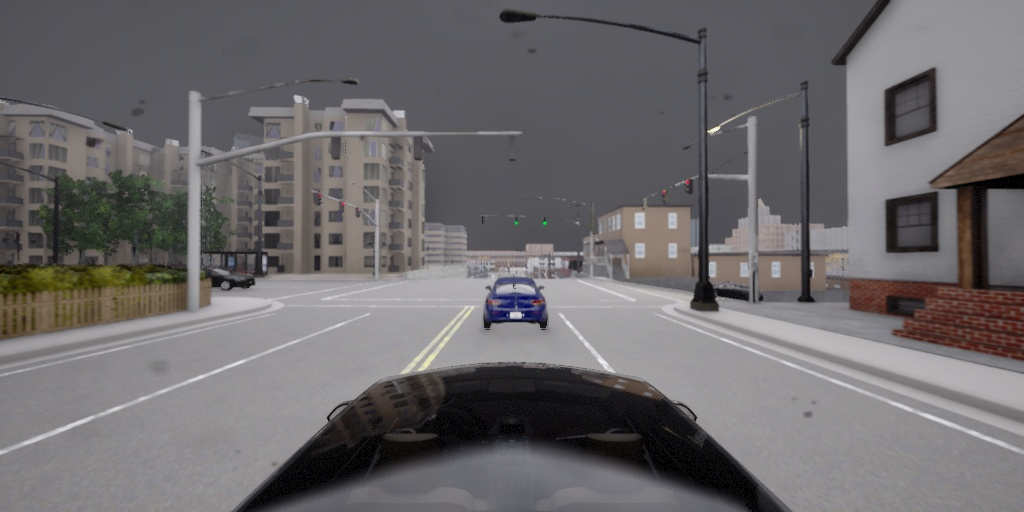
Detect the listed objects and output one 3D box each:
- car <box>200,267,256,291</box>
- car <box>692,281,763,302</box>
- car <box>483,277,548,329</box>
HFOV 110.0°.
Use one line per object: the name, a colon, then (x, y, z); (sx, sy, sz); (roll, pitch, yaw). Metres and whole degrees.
car: (-19.846, 1.508, 23.952); (4.892, 1.490, 1.837); (0, -1, 1)
car: (16.282, 2.656, 27.163); (4.902, 1.511, 2.128); (8, -1, 1)
car: (0.099, 1.389, 11.574); (1.812, 1.442, 4.674); (0, -1, 0)
